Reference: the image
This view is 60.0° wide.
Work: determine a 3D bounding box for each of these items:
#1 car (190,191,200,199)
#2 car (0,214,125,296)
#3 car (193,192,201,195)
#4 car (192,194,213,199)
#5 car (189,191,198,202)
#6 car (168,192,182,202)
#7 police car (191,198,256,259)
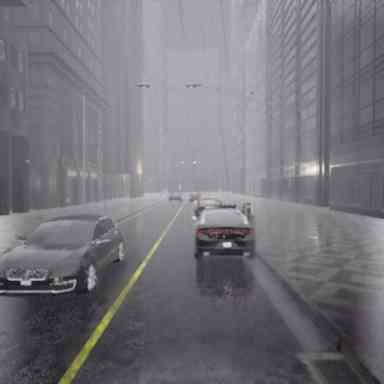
[{"bbox_3d":[0.650,0.592,63.101,1.812,1.442,4.674,0,1,1],"label":"car"},{"bbox_3d":[-3.013,1.375,8.509,1.837,1.490,4.892,0,1,1],"label":"car"},{"bbox_3d":[1.188,1.038,28.060,1.801,1.575,5.366,0,1,1],"label":"car"},{"bbox_3d":[1.124,1.152,21.872,1.882,1.535,5.008,0,1,1],"label":"car"},{"bbox_3d":[0.517,0.870,49.306,1.895,1.301,4.718,0,1,1],"label":"car"},{"bbox_3d":[-2.543,0.717,51.243,1.882,1.535,5.008,0,0,1],"label":"car"},{"bbox_3d":[1.022,1.246,11.982,1.930,1.638,5.238,0,1,1],"label":"police car"}]
